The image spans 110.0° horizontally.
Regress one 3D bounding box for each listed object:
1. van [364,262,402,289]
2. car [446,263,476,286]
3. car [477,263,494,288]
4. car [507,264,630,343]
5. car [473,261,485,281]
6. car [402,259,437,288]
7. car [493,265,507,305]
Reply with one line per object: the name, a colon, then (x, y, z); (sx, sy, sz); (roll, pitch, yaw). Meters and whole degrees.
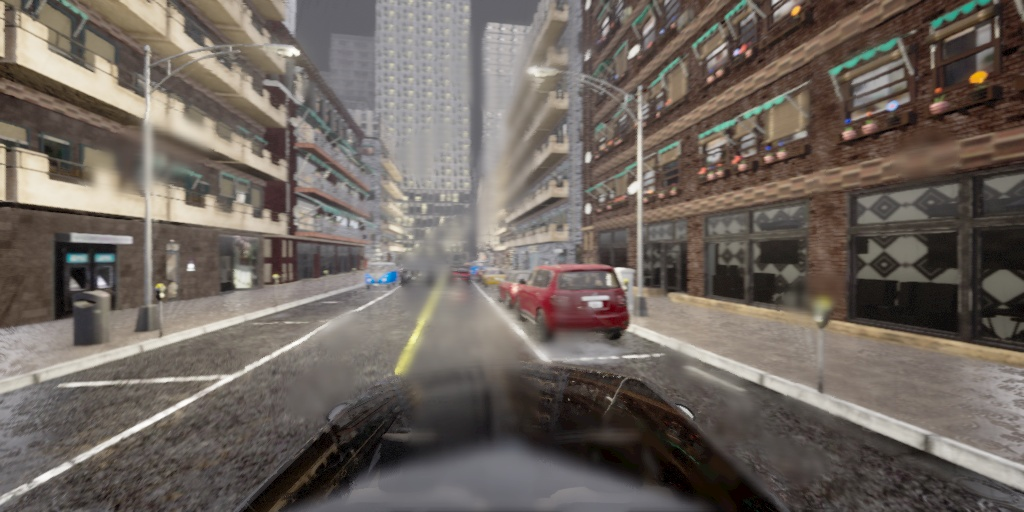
van: (-9.071, 1.334, 25.096); (1.690, 1.789, 3.998); (0, 0, -9)
car: (-4.124, 1.516, 28.272); (1.837, 1.490, 4.892); (0, 0, -9)
car: (-1.327, 1.510, 26.567); (1.751, 1.417, 4.829); (0, 0, -9)
car: (1.412, 1.138, 9.975); (2.192, 1.841, 5.009); (0, 0, -9)
car: (-2.202, 1.478, 31.874); (1.967, 1.591, 4.097); (0, 0, -9)
car: (-6.790, 1.224, 26.585); (2.150, 2.045, 5.566); (0, -1, -9)
car: (0.508, 1.317, 15.449); (1.967, 1.591, 4.097); (0, 0, -9)
